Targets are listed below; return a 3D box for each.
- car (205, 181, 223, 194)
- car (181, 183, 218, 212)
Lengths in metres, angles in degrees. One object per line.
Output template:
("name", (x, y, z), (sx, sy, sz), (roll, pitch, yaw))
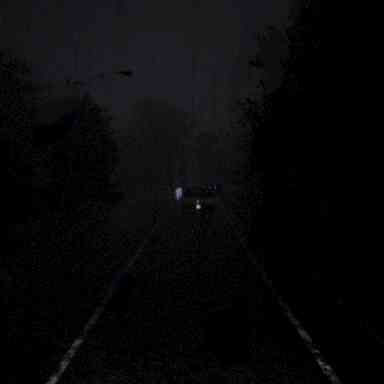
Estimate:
("car", (2.217, -0.512, 35.992), (1.895, 1.301, 4.718), (0, 3, 11))
("car", (0.413, 0.368, 20.299), (1.895, 1.301, 4.718), (-1, 4, 2))
